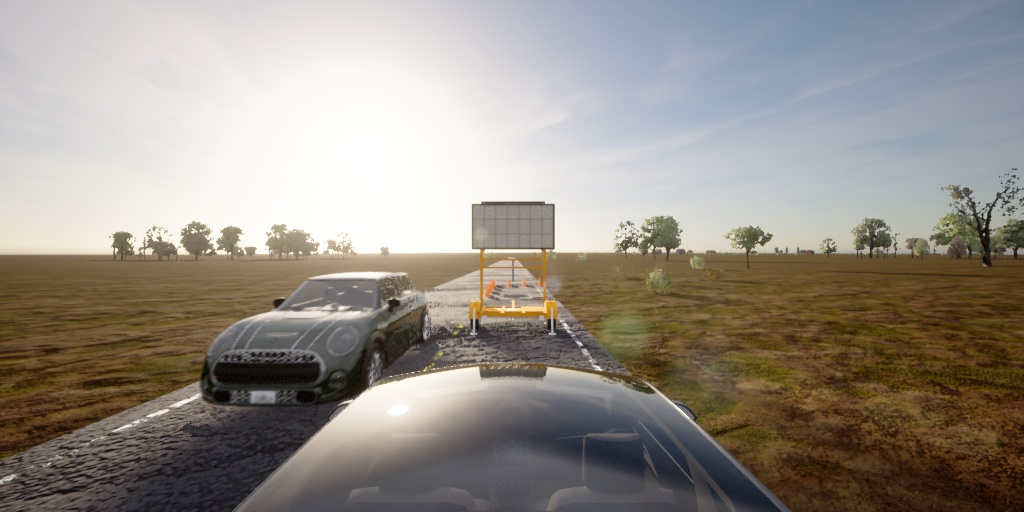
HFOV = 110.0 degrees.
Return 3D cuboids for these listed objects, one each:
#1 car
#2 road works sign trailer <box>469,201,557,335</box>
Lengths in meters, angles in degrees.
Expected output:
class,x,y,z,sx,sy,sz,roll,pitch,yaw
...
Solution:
class,x,y,z,sx,sy,sz,roll,pitch,yaw
car,-2.980,1.102,6.547,2.097,1.767,4.553,0,0,0
road works sign trailer,0.034,0.214,10.505,2.380,3.560,2.880,0,0,0
